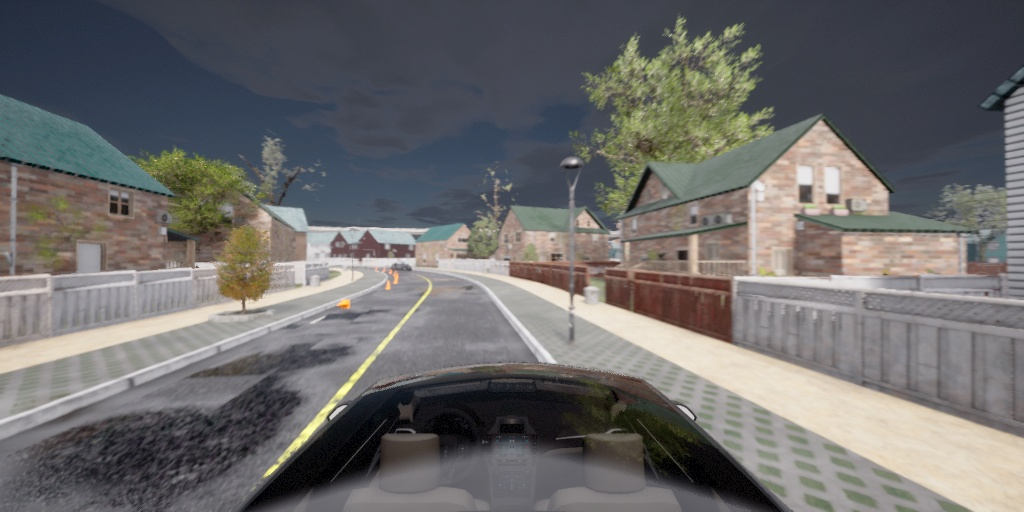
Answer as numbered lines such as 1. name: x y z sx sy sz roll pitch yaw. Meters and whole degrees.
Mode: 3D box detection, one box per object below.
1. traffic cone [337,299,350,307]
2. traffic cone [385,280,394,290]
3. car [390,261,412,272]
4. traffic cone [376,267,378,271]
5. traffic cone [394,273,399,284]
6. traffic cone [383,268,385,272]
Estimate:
1. traffic cone: -6.404 1.547 13.835 0.340 0.580 0.340 0 0 8
2. traffic cone: -7.473 1.730 21.669 0.340 0.580 0.340 0 0 -11
3. car: -14.067 1.353 45.451 1.994 1.385 4.181 0 0 -30
4. traffic cone: -18.274 1.726 48.427 0.340 0.580 0.340 0 0 -33
5. traffic cone: -8.537 1.734 26.389 0.340 0.580 0.340 0 0 -15
6. traffic cone: -15.761 1.731 44.292 0.340 0.580 0.340 0 0 -29
